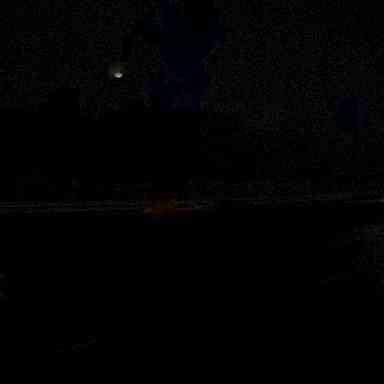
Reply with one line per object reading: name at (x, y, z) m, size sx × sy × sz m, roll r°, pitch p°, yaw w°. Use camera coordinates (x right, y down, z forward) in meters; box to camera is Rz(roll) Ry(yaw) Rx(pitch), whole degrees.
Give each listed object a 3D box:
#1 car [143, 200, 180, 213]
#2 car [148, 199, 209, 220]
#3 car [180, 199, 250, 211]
car at (-1.226, 1.453, 24.501) m, size 5.008 × 1.535 × 1.882 m, roll 0°, pitch 0°, yaw -35°
car at (-1.091, 1.451, 28.845) m, size 4.902 × 1.511 × 2.128 m, roll 0°, pitch 0°, yaw -35°
car at (1.834, 1.322, 22.358) m, size 4.553 × 1.767 × 2.097 m, roll 0°, pitch 0°, yaw -35°
